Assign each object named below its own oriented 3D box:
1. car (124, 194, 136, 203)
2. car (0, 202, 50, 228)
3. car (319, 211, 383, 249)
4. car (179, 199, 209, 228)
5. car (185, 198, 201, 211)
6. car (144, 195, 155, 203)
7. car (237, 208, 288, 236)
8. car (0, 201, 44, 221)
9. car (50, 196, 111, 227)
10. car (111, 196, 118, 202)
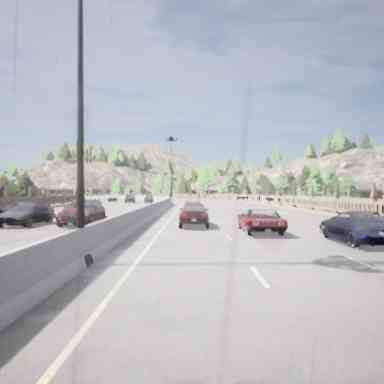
[{"bbox_3d":[-11.707,1.214,63.358,2.097,1.767,4.553,0,0,-8],"label":"car"},{"bbox_3d":[-10.585,1.463,21.483,2.033,1.411,5.357,0,0,0],"label":"car"},{"bbox_3d":[7.110,1.504,14.325,1.994,1.385,4.181,0,0,0],"label":"car"},{"bbox_3d":[0.128,1.442,21.398,1.812,1.442,4.674,0,0,0],"label":"car"},{"bbox_3d":[0.128,1.473,40.397,1.895,1.301,4.718,0,0,0],"label":"car"},{"bbox_3d":[-8.258,1.384,64.094,1.812,1.442,4.674,0,0,-9],"label":"car"},{"bbox_3d":[3.611,1.529,17.922,1.895,1.301,4.718,0,0,0],"label":"car"},{"bbox_3d":[-14.079,1.501,27.221,1.895,1.301,4.718,0,0,0],"label":"car"},{"bbox_3d":[-7.083,1.267,21.613,2.097,1.767,4.553,0,0,0],"label":"car"},{"bbox_3d":[-16.290,1.449,68.685,1.895,1.301,4.718,0,0,-12],"label":"car"}]
